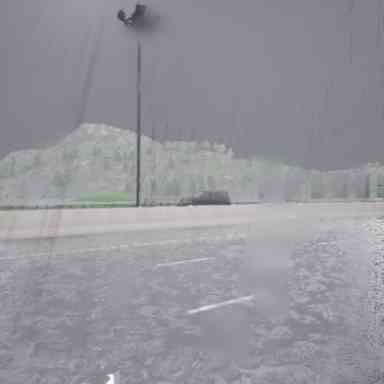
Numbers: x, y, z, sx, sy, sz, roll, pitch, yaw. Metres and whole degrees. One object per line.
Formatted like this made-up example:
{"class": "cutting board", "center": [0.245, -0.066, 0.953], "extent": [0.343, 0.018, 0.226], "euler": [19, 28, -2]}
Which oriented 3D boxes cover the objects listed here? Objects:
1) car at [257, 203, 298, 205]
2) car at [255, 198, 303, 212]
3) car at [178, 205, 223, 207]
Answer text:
{"class": "car", "center": [8.143, 1.298, 29.464], "extent": [4.181, 1.385, 1.994], "euler": [0, 1, -28]}
{"class": "car", "center": [8.849, 1.292, 33.796], "extent": [4.718, 1.301, 1.895], "euler": [0, 1, -28]}
{"class": "car", "center": [1.368, 0.856, 33.701], "extent": [5.566, 2.045, 2.150], "euler": [1, 0, -29]}
